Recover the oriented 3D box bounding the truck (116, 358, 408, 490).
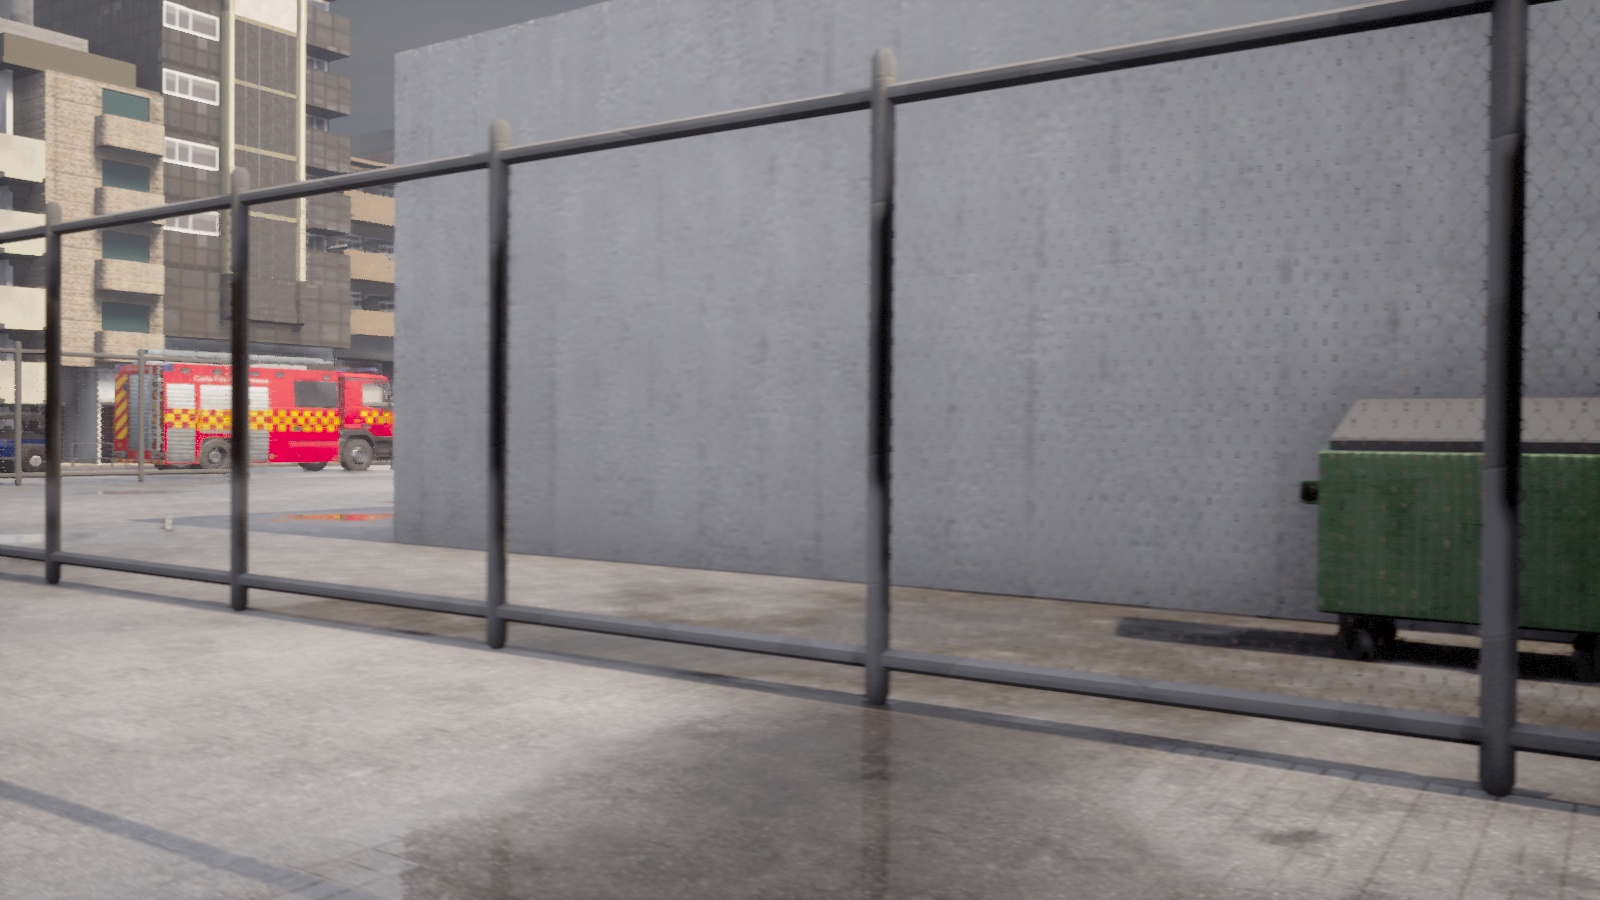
[{"bbox_3d":[-17.161,-0.835,40.792,2.891,3.827,8.468,0,1,34],"label":"truck"}]

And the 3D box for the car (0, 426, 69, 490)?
[{"bbox_3d":[-24.240,0.237,37.325,1.905,1.878,3.866,0,1,34],"label":"car"}]
